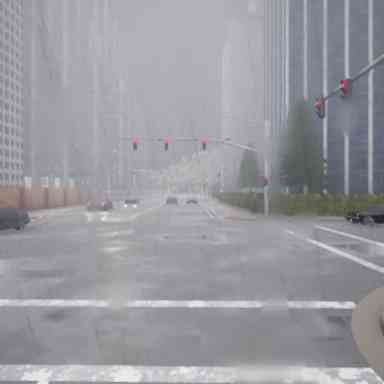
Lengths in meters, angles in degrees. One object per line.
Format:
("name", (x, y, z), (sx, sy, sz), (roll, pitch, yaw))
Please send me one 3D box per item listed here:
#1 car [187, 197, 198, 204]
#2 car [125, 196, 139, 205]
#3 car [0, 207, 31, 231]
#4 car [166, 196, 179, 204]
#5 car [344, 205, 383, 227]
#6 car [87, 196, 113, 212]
("car", (0.019, 1.500, 58.682), (1.895, 1.301, 4.718), (0, 0, 0))
("car", (-10.487, 1.379, 58.421), (1.882, 1.535, 5.008), (0, 0, 0))
("car", (-10.588, 1.487, 17.603), (2.033, 1.411, 5.357), (0, 0, 0))
("car", (-3.481, 1.404, 58.653), (1.837, 1.490, 4.892), (0, 0, 0))
("car", (12.492, 1.508, 21.480), (4.718, 1.301, 1.895), (0, 0, 0))
("car", (-10.581, 1.285, 38.483), (2.097, 1.767, 4.553), (0, 0, 0))
